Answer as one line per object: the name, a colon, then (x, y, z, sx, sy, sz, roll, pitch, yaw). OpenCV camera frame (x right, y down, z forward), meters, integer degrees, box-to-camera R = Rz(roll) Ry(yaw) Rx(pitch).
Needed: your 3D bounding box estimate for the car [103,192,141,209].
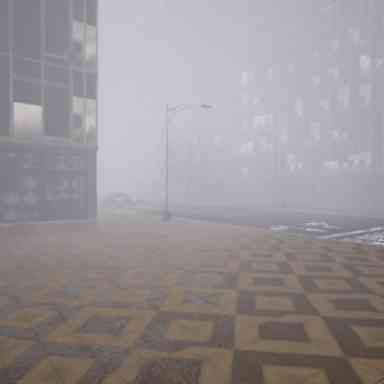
car: (-7.706, 0.773, 35.371, 2.097, 1.767, 4.553, 0, 1, -38)

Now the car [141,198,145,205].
car: (-7.745, 0.889, 40.697, 2.033, 1.411, 5.357, 0, 1, -38)
